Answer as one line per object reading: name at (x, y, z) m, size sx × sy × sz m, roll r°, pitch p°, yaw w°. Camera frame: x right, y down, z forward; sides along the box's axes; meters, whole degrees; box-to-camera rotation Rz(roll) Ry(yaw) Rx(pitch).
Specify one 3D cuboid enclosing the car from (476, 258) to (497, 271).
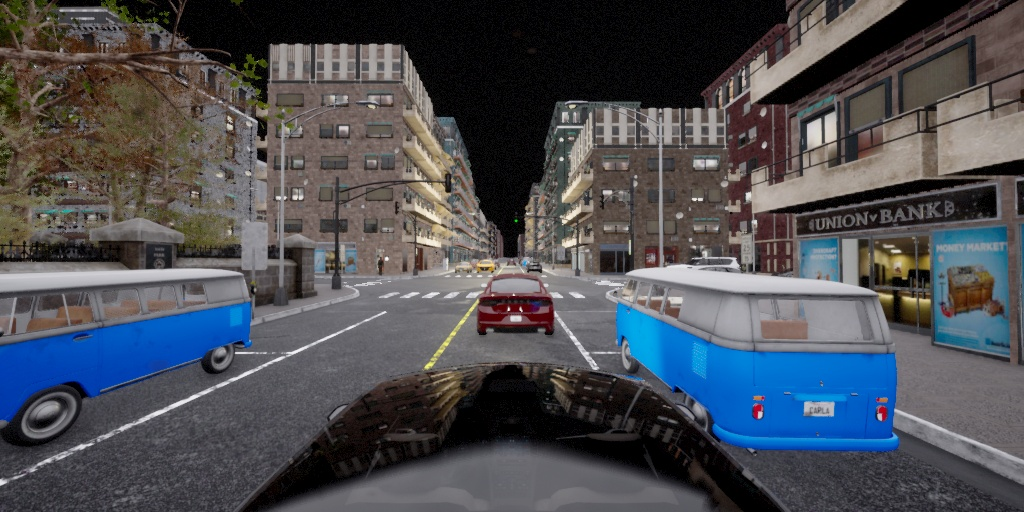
car at (-3.154, 1.244, 43.593) m, size 1.882 × 1.535 × 5.008 m, roll 0°, pitch 0°, yaw 0°

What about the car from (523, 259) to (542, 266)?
car at (2.640, 1.331, 42.908) m, size 1.948 × 1.339 × 4.313 m, roll 0°, pitch 0°, yaw 0°

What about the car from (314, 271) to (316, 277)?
car at (-16.700, 1.248, 25.602) m, size 4.718 × 1.301 × 1.895 m, roll 0°, pitch -1°, yaw 1°

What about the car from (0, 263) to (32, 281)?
car at (-38.255, 1.132, 25.870) m, size 4.718 × 1.301 × 1.895 m, roll 0°, pitch -1°, yaw 1°

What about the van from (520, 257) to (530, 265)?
van at (2.619, 1.114, 59.835) m, size 1.690 × 1.789 × 3.998 m, roll 0°, pitch 0°, yaw 0°

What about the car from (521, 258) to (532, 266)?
car at (2.633, 1.319, 48.551) m, size 2.007 × 1.370 × 4.403 m, roll 0°, pitch 0°, yaw 0°

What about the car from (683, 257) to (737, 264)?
car at (15.068, 1.102, 28.482) m, size 5.566 × 2.045 × 2.150 m, roll 0°, pitch -1°, yaw 2°

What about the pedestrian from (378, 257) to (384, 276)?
pedestrian at (-12.579, 0.969, 34.331) m, size 0.375 × 1.860 × 0.375 m, roll 0°, pitch -1°, yaw 1°

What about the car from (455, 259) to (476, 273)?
car at (-5.740, 1.291, 42.728) m, size 1.751 × 1.417 × 4.829 m, roll 0°, pitch 0°, yaw 0°

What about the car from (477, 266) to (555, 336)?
car at (0.087, 1.231, 10.423) m, size 1.882 × 1.535 × 5.008 m, roll 0°, pitch 0°, yaw 0°

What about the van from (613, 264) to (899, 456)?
van at (2.654, 1.092, 4.962) m, size 1.690 × 1.789 × 3.998 m, roll 0°, pitch 0°, yaw 0°

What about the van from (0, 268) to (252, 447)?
van at (-5.660, 1.092, 4.953) m, size 1.690 × 1.789 × 3.998 m, roll 0°, pitch 0°, yaw 0°

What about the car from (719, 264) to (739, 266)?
car at (13.508, 1.334, 22.710) m, size 4.313 × 1.339 × 1.948 m, roll 0°, pitch 0°, yaw 1°

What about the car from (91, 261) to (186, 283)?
car at (-26.697, 1.098, 25.742) m, size 4.892 × 1.490 × 1.837 m, roll 0°, pitch -1°, yaw 1°

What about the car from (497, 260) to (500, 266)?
car at (-3.161, 1.318, 53.554) m, size 2.033 × 1.411 × 5.357 m, roll 0°, pitch 0°, yaw 0°
